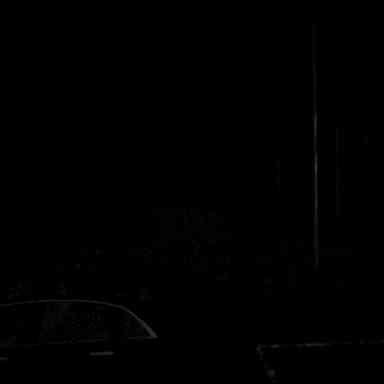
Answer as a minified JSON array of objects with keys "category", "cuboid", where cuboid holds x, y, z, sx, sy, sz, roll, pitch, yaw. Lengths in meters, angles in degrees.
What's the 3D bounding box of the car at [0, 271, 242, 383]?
[{"category":"car","cuboid":[-1.686,1.613,3.600,4.403,1.369,2.008,0,-1,-5]}]
